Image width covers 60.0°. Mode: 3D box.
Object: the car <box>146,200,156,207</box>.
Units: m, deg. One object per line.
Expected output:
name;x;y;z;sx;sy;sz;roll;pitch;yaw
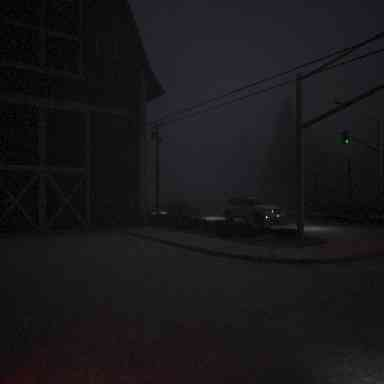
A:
car;-6.330;1.784;42.571;1.837;1.490;4.892;0;0;-34

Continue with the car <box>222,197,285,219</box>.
car;4.699;1.399;26.483;2.150;2.045;5.566;0;0;-34

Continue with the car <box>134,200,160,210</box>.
car;-6.759;1.920;49.544;1.895;1.301;4.718;0;0;-34

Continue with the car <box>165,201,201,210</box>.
car;-0.942;1.707;34.710;1.882;1.535;5.008;0;0;-35
